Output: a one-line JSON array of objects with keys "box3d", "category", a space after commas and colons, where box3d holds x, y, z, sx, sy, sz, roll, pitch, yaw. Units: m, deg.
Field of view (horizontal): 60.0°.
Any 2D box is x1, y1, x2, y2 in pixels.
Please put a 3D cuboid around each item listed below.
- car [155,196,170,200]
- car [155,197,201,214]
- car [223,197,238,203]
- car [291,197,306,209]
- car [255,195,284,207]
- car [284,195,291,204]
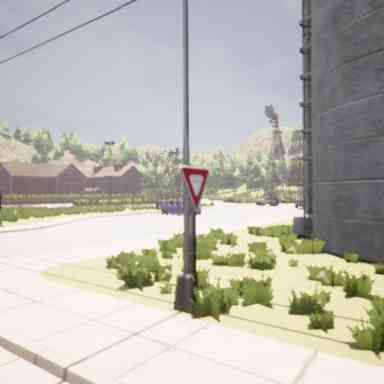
[{"box3d": [-3.997, 1.564, 54.951, 4.605, 1.855, 1.932, -1, 0, 35], "category": "car"}, {"box3d": [-1.177, 1.637, 35.867, 4.611, 1.667, 2.242, -1, 0, 35], "category": "car"}, {"box3d": [8.749, 1.778, 73.468, 3.905, 1.438, 1.784, -1, 0, 35], "category": "car"}, {"box3d": [16.016, 1.608, 46.990, 1.837, 1.490, 4.892, -1, 0, 35], "category": "car"}, {"box3d": [12.704, 1.472, 55.698, 3.866, 1.878, 1.905, -1, 0, 35], "category": "car"}, {"box3d": [19.972, 1.670, 67.068, 4.193, 1.474, 1.816, -1, 0, 35], "category": "car"}]
